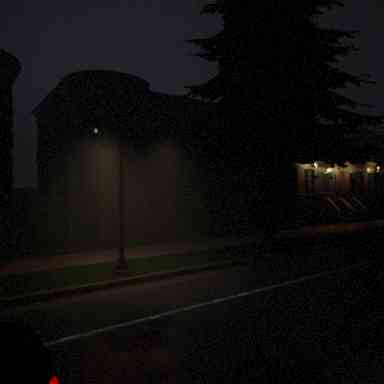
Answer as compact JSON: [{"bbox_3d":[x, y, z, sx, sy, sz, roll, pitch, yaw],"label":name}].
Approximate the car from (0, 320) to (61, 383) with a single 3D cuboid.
[{"bbox_3d":[-2.967,1.568,1.874,4.181,1.385,1.994,0,0,-35],"label":"car"}]
